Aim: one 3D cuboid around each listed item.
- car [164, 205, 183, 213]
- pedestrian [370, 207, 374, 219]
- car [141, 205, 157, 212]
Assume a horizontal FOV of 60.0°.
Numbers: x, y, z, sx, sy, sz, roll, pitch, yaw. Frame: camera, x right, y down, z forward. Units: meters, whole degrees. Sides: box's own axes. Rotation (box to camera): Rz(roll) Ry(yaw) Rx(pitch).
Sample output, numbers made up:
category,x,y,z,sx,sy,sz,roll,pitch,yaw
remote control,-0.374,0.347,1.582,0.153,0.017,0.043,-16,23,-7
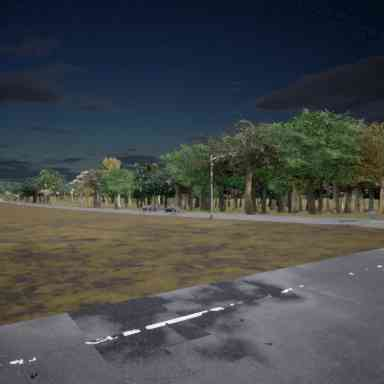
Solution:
category,x,y,z,sx,sy,sz,roll,pitch,yaw
car,-3.494,3.250,63.143,2.128,1.511,4.902,1,-2,-33
pedestrian,19.252,2.203,35.553,0.375,1.300,0.375,-2,1,-33
car,-9.263,3.559,71.755,1.837,1.490,4.892,1,-2,-33
